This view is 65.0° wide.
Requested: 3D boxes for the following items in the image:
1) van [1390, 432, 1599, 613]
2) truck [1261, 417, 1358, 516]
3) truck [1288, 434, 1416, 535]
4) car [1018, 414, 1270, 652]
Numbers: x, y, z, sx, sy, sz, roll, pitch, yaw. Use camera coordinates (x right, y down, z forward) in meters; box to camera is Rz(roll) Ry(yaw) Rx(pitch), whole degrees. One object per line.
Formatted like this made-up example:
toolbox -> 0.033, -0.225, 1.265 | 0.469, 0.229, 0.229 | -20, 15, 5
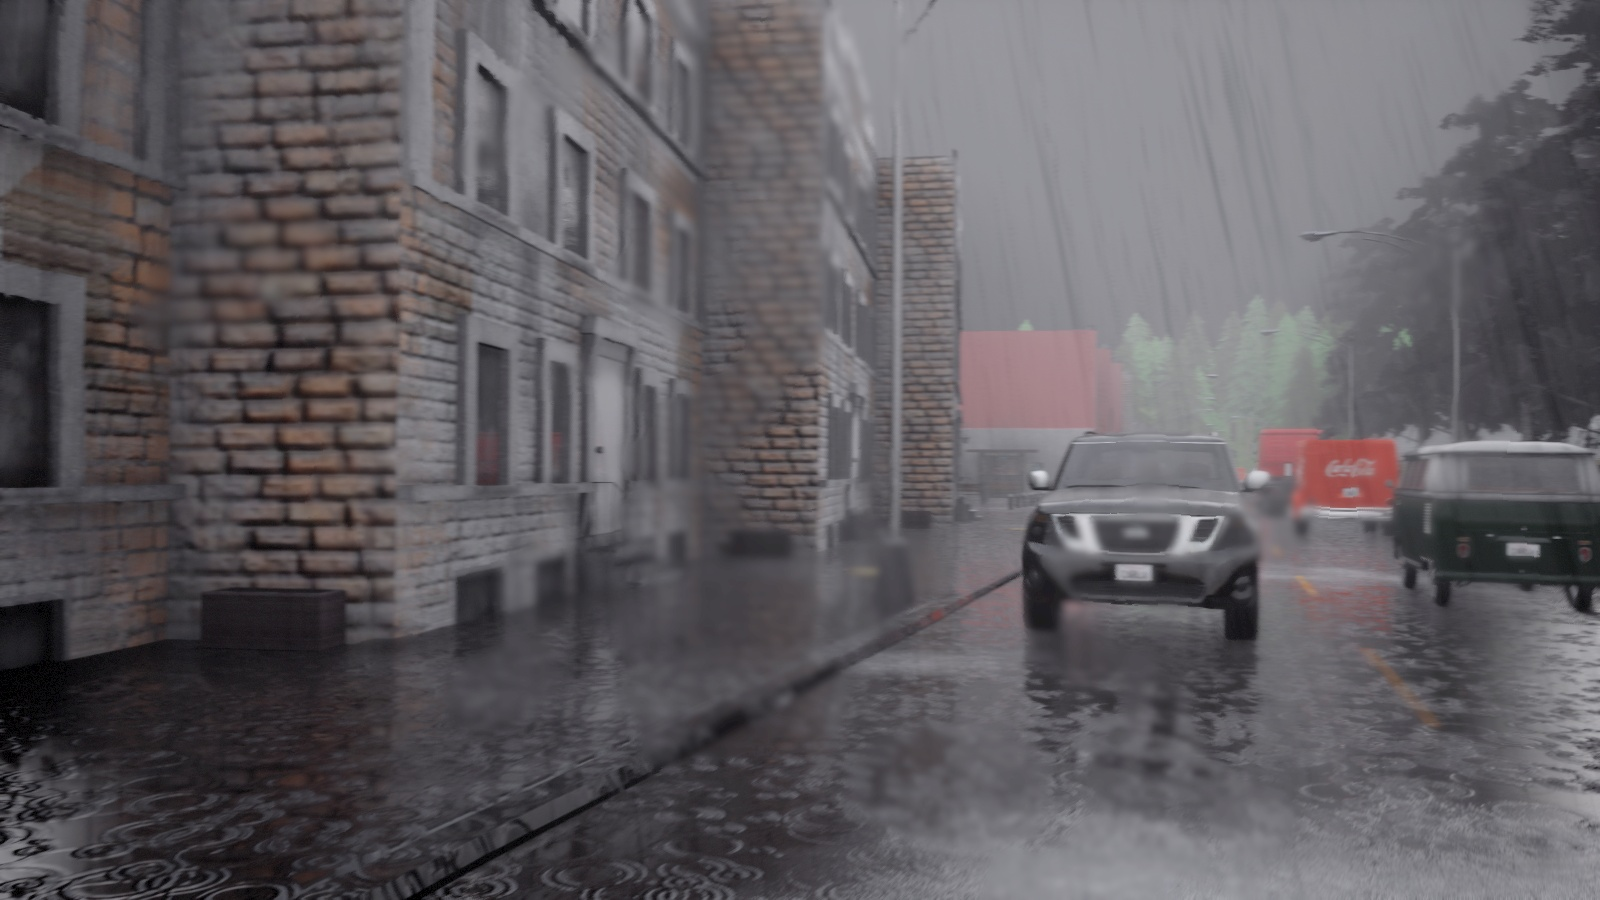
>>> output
van -> 8.864, 0.833, 16.136 | 1.775, 1.987, 4.442 | 0, -1, 18
truck -> 19.391, 0.633, 48.178 | 2.891, 3.462, 7.936 | 0, -1, 18
truck -> 14.544, 0.882, 33.429 | 2.627, 2.467, 5.204 | 0, -1, 18
car -> 3.880, 0.762, 13.779 | 2.150, 2.045, 5.566 | 0, -1, 18
